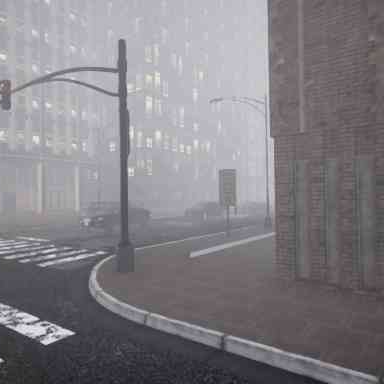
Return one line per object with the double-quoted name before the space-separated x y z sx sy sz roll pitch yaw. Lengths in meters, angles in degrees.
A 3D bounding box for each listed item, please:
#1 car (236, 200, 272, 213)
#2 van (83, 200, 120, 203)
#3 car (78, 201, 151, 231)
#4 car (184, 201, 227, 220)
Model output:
"car" 7.242 1.707 37.530 1.895 1.301 4.718 -1 -1 36
"van" -6.026 1.460 23.520 1.690 1.788 3.998 -2 -1 36
"car" -4.653 1.557 21.004 2.128 1.511 4.902 -1 -1 34
"car" 1.282 1.563 29.247 1.882 1.535 5.008 -1 -1 36
